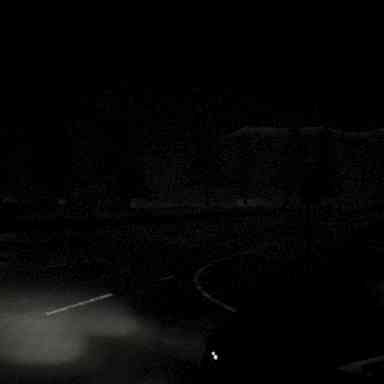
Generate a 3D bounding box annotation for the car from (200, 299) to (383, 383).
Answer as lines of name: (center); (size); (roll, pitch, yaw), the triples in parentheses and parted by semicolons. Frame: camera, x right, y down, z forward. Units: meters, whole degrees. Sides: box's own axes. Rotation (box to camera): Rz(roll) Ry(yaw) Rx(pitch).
car: (2.315, 1.493, 2.342); (4.902, 1.511, 2.128); (0, 0, 36)
